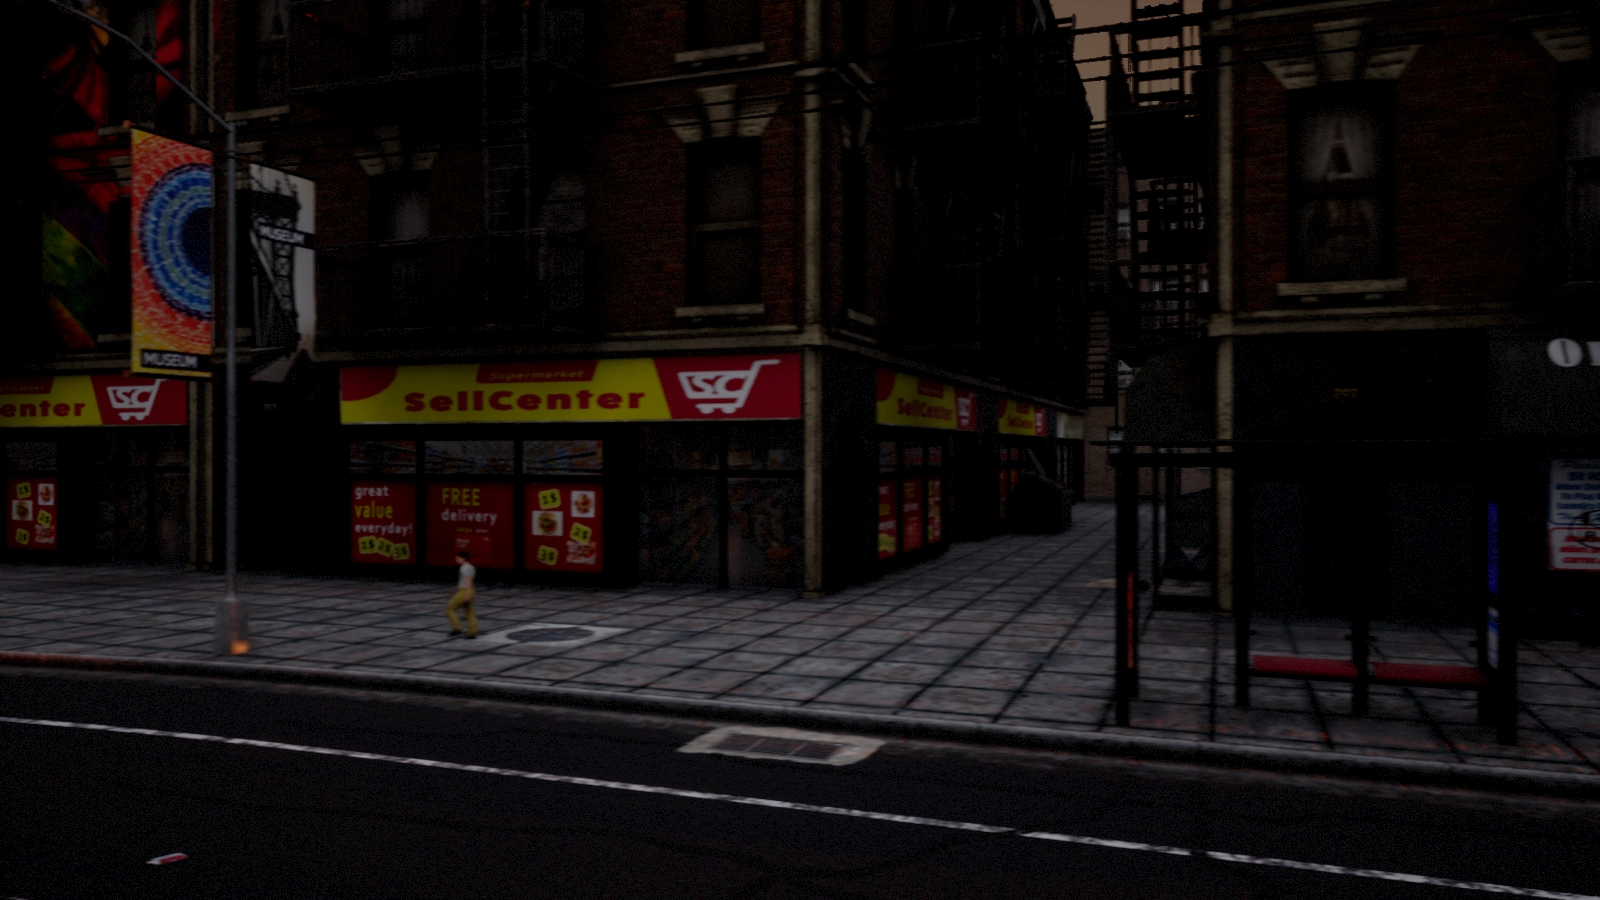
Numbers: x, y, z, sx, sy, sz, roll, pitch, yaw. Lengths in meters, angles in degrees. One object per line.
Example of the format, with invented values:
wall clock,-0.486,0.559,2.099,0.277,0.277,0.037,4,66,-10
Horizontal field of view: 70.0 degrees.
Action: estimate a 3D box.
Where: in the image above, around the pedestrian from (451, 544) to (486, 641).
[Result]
pedestrian,-4.620,1.976,15.939,0.375,1.300,0.375,0,0,3
